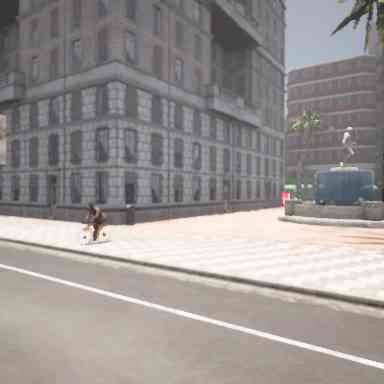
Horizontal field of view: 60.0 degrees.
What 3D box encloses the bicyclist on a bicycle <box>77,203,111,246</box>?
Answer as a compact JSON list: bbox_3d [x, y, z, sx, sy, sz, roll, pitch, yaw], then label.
[{"bbox_3d":[-3.778,1.241,12.928,0.582,1.620,1.656,0,0,35],"label":"bicyclist on a bicycle"}]
